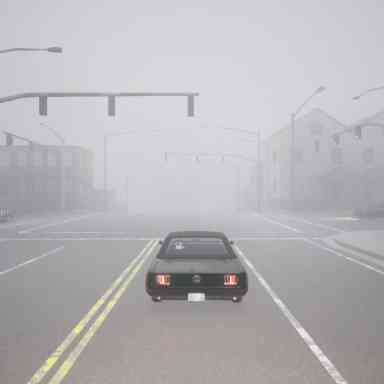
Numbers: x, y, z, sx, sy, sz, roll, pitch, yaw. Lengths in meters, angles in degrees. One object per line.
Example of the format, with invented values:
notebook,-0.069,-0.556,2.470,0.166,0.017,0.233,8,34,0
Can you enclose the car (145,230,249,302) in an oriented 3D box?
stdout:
car,0.104,1.600,8.193,1.895,1.301,4.718,0,0,0

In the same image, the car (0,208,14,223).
car,-15.526,1.497,24.110,4.553,1.767,2.097,-4,0,0

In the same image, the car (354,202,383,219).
car,16.034,1.562,28.154,4.181,1.385,1.994,0,0,0
